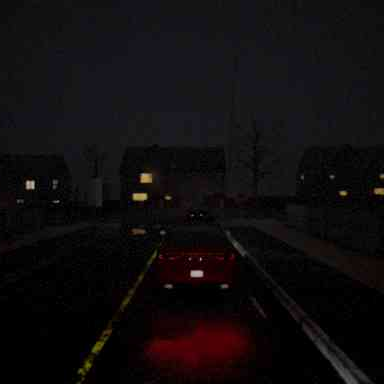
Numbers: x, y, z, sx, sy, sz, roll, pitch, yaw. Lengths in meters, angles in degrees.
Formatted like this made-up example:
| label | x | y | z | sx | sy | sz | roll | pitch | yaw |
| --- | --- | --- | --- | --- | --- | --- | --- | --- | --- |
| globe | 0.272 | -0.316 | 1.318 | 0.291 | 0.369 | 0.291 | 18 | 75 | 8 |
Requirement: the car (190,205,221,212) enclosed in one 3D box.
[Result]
| label | x | y | z | sx | sy | sz | roll | pitch | yaw |
| --- | --- | --- | --- | --- | --- | --- | --- | --- | --- |
| car | 0.836 | 1.657 | 22.898 | 1.837 | 1.490 | 4.892 | -1 | 0 | 11 |

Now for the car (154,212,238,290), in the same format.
| label | x | y | z | sx | sy | sz | roll | pitch | yaw |
| --- | --- | --- | --- | --- | --- | --- | --- | --- | --- |
| car | 0.099 | 1.534 | 9.254 | 1.882 | 1.535 | 5.008 | 0 | 0 | 0 |
